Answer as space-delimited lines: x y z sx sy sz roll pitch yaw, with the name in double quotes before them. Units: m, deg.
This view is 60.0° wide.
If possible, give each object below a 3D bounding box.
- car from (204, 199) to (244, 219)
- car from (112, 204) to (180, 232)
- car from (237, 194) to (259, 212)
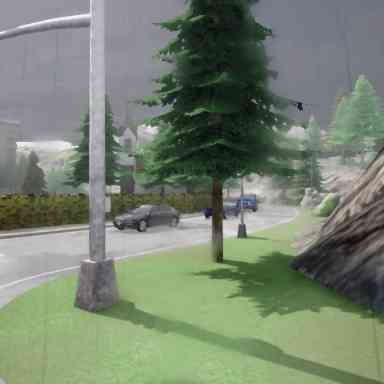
"car" 2.723 1.601 29.124 1.895 1.301 4.718 0 0 26
"car" -2.655 1.505 20.337 1.837 1.490 4.892 0 0 35
"car" 6.522 1.221 38.802 2.150 2.045 5.566 0 0 16
